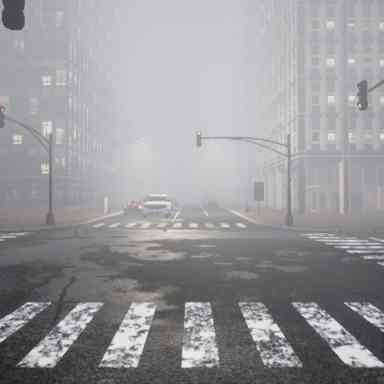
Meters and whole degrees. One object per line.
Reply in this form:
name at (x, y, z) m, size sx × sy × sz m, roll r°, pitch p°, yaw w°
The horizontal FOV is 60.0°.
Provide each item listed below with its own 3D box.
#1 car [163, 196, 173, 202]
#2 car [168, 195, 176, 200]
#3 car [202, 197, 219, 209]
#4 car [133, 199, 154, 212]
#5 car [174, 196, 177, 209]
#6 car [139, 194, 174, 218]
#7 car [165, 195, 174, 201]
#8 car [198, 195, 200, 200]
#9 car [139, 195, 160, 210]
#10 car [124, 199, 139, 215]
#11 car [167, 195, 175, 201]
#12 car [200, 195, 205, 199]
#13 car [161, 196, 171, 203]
car at (-5.667, 1.582, 78.349) m, size 2.008 × 1.369 × 4.403 m, roll 1°, pitch 0°, yaw 0°
car at (-5.666, 1.605, 95.075) m, size 1.947 × 1.339 × 4.313 m, roll 1°, pitch 0°, yaw 0°
car at (2.708, 1.599, 44.959) m, size 1.802 × 1.307 × 4.206 m, roll 1°, pitch 0°, yaw 0°
car at (-5.673, 1.597, 39.323) m, size 1.802 × 1.307 × 4.206 m, roll 1°, pitch 0°, yaw 0°
car at (-3.093, 1.541, 40.235) m, size 1.812 × 1.442 × 4.674 m, roll 0°, pitch 0°, yaw 0°
car at (-3.094, 1.233, 30.313) m, size 2.150 × 2.045 × 5.566 m, roll 0°, pitch 0°, yaw 0°
car at (-5.666, 1.578, 83.924) m, size 1.887 × 1.381 × 4.507 m, roll 1°, pitch 0°, yaw 0°
car at (2.711, 1.590, 61.692) m, size 1.947 × 1.339 × 4.313 m, roll 1°, pitch 0°, yaw 0°
car at (-5.666, 1.332, 44.898) m, size 2.192 × 1.841 × 5.009 m, roll 1°, pitch 0°, yaw 0°
car at (-5.670, 1.453, 33.748) m, size 1.967 × 1.590 × 4.097 m, roll 1°, pitch 0°, yaw 0°
car at (-5.666, 1.587, 89.500) m, size 2.008 × 1.369 × 4.403 m, roll 1°, pitch 0°, yaw 0°
car at (2.711, 1.547, 56.285) m, size 1.752 × 1.417 × 4.829 m, roll 1°, pitch 0°, yaw 0°
car at (-5.668, 1.573, 72.774) m, size 1.887 × 1.381 × 4.507 m, roll 1°, pitch 0°, yaw 0°
